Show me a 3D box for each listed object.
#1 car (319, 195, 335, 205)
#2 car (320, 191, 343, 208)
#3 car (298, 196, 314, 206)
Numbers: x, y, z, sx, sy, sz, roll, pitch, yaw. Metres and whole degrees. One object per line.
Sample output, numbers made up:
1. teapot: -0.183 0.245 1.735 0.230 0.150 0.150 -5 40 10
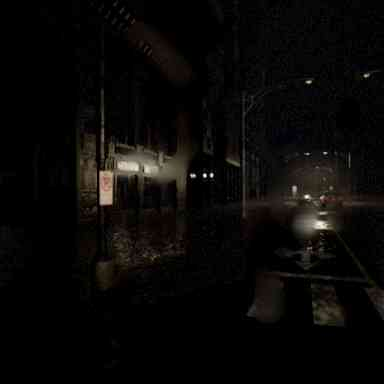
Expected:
1. car: 20.757 1.187 51.282 1.895 1.301 4.718 -1 0 19
2. car: 17.311 0.883 41.141 2.150 2.045 5.566 -1 0 19
3. car: 16.016 1.201 46.710 2.033 1.411 5.357 -1 0 19
